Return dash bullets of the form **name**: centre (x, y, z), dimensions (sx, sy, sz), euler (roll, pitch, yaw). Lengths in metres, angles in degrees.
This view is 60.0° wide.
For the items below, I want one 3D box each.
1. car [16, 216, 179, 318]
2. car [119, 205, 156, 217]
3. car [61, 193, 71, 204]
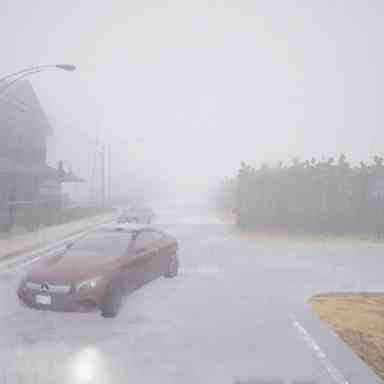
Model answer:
- **car**: centre (-1.740, 1.523, 7.726), dimensions (1.812, 1.442, 4.674), euler (-1, 0, 18)
- **car**: centre (-3.458, 1.556, 21.497), dimensions (1.994, 1.385, 4.181), euler (0, 0, 1)
- **car**: centre (-19.946, 1.177, 46.811), dimensions (5.566, 2.045, 2.150), euler (0, 0, -2)
